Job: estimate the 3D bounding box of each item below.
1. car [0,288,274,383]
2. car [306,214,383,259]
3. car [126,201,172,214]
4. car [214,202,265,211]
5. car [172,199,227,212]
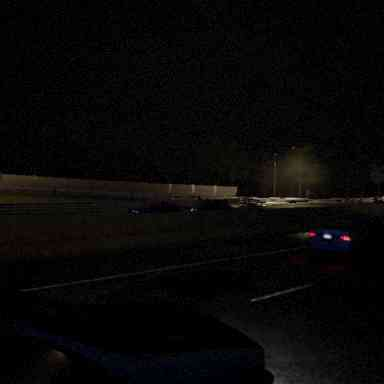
[{"bbox_3d":[-1.806,1.548,2.458,5.357,1.411,2.033,0,0,-35],"label":"car"},{"bbox_3d":[6.657,1.567,12.791,5.357,1.411,2.033,0,0,-35],"label":"car"},{"bbox_3d":[-3.017,1.500,27.632,5.008,1.535,1.882,0,0,-35],"label":"car"},{"bbox_3d":[4.040,1.593,24.066,4.181,1.385,1.994,0,0,-35],"label":"car"},{"bbox_3d":[1.126,1.379,26.287,4.553,1.767,2.097,0,0,-35],"label":"car"}]
